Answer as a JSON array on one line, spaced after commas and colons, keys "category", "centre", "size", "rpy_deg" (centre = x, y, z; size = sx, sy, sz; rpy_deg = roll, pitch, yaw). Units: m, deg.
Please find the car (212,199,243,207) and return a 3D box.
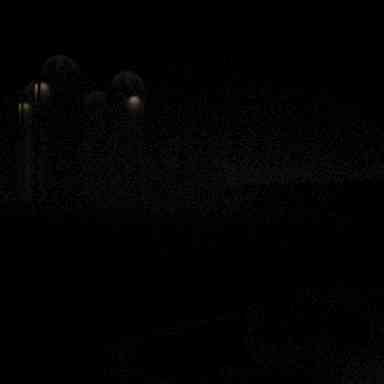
[{"category": "car", "centre": [4.644, 1.729, 43.012], "size": [2.097, 1.767, 4.553], "rpy_deg": [1, 0, -35]}]
